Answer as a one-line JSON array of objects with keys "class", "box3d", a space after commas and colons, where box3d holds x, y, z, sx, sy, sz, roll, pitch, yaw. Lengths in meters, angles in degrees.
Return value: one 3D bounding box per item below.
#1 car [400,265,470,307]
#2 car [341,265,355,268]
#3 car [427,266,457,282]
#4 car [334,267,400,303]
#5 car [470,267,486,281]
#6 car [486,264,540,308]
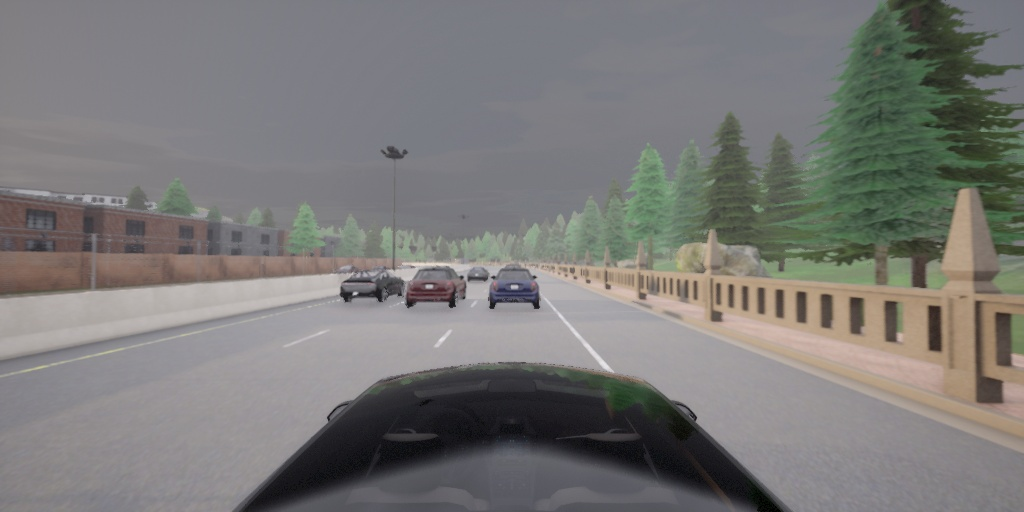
[{"class": "car", "box3d": [-3.403, 1.323, 16.895, 2.097, 1.767, 4.553, 0, -1, 0]}, {"class": "car", "box3d": [-21.086, 1.924, 46.141, 1.812, 1.442, 4.674, 0, -1, 0]}, {"class": "car", "box3d": [-6.907, 1.742, 35.963, 2.128, 1.511, 4.902, 0, -1, 0]}, {"class": "car", "box3d": [-6.903, 1.484, 18.241, 2.128, 1.511, 4.902, 0, -1, 0]}, {"class": "car", "box3d": [-3.406, 1.825, 36.679, 1.994, 1.385, 4.181, 0, -1, 0]}, {"class": "car", "box3d": [0.096, 1.319, 16.610, 2.097, 1.767, 4.553, 0, -1, 0]}]
